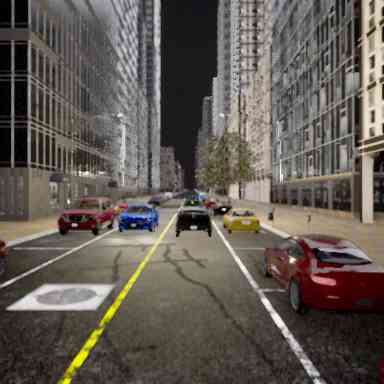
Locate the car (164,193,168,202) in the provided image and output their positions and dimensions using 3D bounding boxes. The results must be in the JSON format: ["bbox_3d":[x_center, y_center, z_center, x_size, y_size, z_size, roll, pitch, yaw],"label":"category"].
[{"bbox_3d":[-5.715,1.368,58.366,1.887,1.381,4.507,1,0,0],"label":"car"}]

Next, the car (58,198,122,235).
[{"bbox_3d":[-5.691,1.271,18.638,2.192,1.841,5.009,1,0,0],"label":"car"}]

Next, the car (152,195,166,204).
[{"bbox_3d":[-5.712,1.411,52.692,1.947,1.339,4.313,1,0,0],"label":"car"}]

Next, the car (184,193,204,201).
[{"bbox_3d":[0.077,1.242,40.028,2.097,1.767,4.553,0,0,0],"label":"car"}]

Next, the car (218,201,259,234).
[{"bbox_3d":[2.687,1.480,18.797,1.752,1.417,4.829,1,0,0],"label":"car"}]

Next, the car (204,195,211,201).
[{"bbox_3d":[2.675,1.429,41.326,1.887,1.381,4.507,1,0,0],"label":"car"}]

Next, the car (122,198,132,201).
[{"bbox_3d":[-5.699,1.362,29.989,1.967,1.590,4.097,1,0,0],"label":"car"}]

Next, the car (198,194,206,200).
[{"bbox_3d":[2.650,1.246,86.721,2.008,1.369,4.403,1,0,0],"label":"car"}]

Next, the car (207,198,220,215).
[{"bbox_3d":[2.681,1.487,29.976,1.947,1.339,4.313,1,0,0],"label":"car"}]

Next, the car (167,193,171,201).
[{"bbox_3d":[-5.718,1.350,64.044,2.008,1.369,4.403,1,0,0],"label":"car"}]

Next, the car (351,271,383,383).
[{"bbox_3d":[2.696,1.578,1.602,1.802,1.307,4.206,0,0,0],"label":"car"}]

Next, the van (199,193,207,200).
[{"bbox_3d":[2.655,1.063,81.046,1.690,1.788,3.998,1,0,0],"label":"van"}]

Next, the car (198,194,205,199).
[{"bbox_3d":[2.646,1.250,92.396,1.802,1.307,4.206,1,0,0],"label":"car"}]

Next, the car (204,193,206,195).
[{"bbox_3d":[2.666,1.367,58.348,1.887,1.381,4.507,1,0,0],"label":"car"}]

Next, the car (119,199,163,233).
[{"bbox_3d":[-3.011,1.430,19.617,1.882,1.535,5.008,0,0,0],"label":"car"}]

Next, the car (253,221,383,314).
[{"bbox_3d":[2.694,1.566,7.277,1.802,1.307,4.206,1,0,0],"label":"car"}]

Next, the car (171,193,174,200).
[{"bbox_3d":[-5.723,1.190,75.393,1.967,1.590,4.097,1,0,0],"label":"car"}]

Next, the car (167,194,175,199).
[{"bbox_3d":[-5.734,1.235,92.419,1.947,1.339,4.313,1,0,0],"label":"car"}]

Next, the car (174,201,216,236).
[{"bbox_3d":[0.086,1.460,18.334,1.837,1.490,4.892,0,0,0],"label":"car"}]

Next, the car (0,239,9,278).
[{"bbox_3d":[-5.688,1.567,7.286,1.802,1.307,4.206,1,0,0],"label":"car"}]
